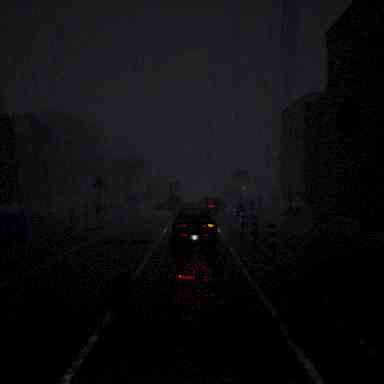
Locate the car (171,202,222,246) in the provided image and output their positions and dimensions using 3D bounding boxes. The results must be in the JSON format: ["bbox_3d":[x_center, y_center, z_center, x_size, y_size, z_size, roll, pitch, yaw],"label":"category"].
[{"bbox_3d":[0.104,1.423,14.977,1.837,1.490,4.892,0,1,0],"label":"car"}]

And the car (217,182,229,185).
[{"bbox_3d":[8.111,-0.675,71.984,4.553,1.767,2.185,0,3,-1],"label":"car"}]

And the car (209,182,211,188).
[{"bbox_3d":[7.925,-1.393,91.262,5.008,1.535,2.097,0,2,-1],"label":"car"}]

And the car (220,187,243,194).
[{"bbox_3d":[8.178,-0.374,69.240,4.674,1.452,2.002,0,3,-1],"label":"car"}]

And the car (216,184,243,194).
[{"bbox_3d":[8.021,-0.279,66.482,5.366,1.575,1.946,0,3,-1],"label":"car"}]

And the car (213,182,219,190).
[{"bbox_3d":[8.140,-0.932,74.730,5.566,2.045,2.435,0,3,-1],"label":"car"}]

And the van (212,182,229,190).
[{"bbox_3d":[8.004,-1.721,93.887,4.442,1.987,1.878,0,2,-1],"label":"van"}]

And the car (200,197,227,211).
[{"bbox_3d":[1.801,1.194,30.696,2.033,1.411,5.357,0,1,18],"label":"car"}]

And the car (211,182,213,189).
[{"bbox_3d":[7.990,-1.169,85.755,4.892,1.521,2.231,0,2,-1],"label":"car"}]
